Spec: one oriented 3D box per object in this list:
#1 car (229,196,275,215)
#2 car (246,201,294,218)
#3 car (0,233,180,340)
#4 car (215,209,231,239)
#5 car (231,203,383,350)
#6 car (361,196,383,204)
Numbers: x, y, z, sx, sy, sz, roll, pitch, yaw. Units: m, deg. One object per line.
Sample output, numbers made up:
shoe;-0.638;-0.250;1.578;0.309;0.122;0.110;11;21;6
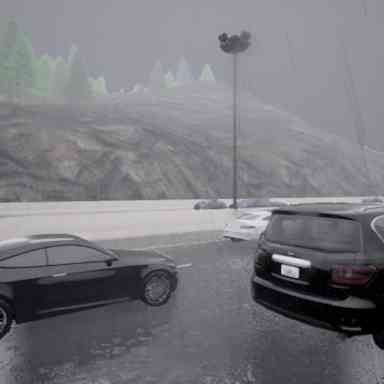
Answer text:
car;6.225;1.353;34.227;4.553;1.767;2.097;0;0;-35
car;7.224;1.565;30.640;4.181;1.385;1.994;0;0;-35
car;-2.445;1.526;6.302;4.674;1.442;1.812;0;0;-36
car;3.494;1.526;14.839;4.674;1.442;1.812;0;0;-36
car;3.581;1.222;6.303;5.566;2.045;2.150;0;0;-36
car;33.871;1.526;62.432;4.674;1.442;1.812;0;0;-36
